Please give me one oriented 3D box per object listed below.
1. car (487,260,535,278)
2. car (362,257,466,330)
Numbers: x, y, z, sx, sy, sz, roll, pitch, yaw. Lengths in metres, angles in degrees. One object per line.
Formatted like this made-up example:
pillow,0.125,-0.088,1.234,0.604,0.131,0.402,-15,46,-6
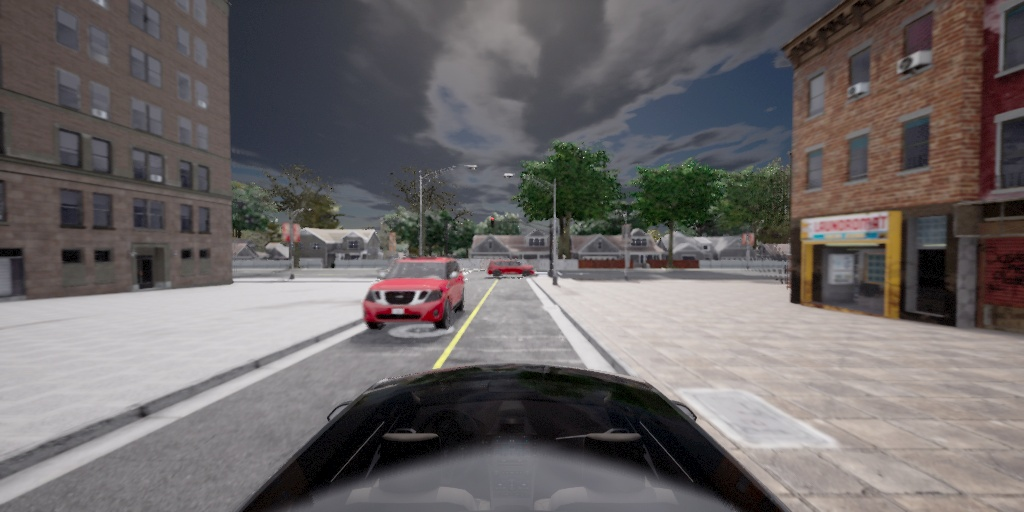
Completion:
car,-0.144,1.466,41.617,5.566,2.045,2.150,0,1,0
car,-2.850,1.050,11.735,2.150,2.045,5.566,0,0,0
